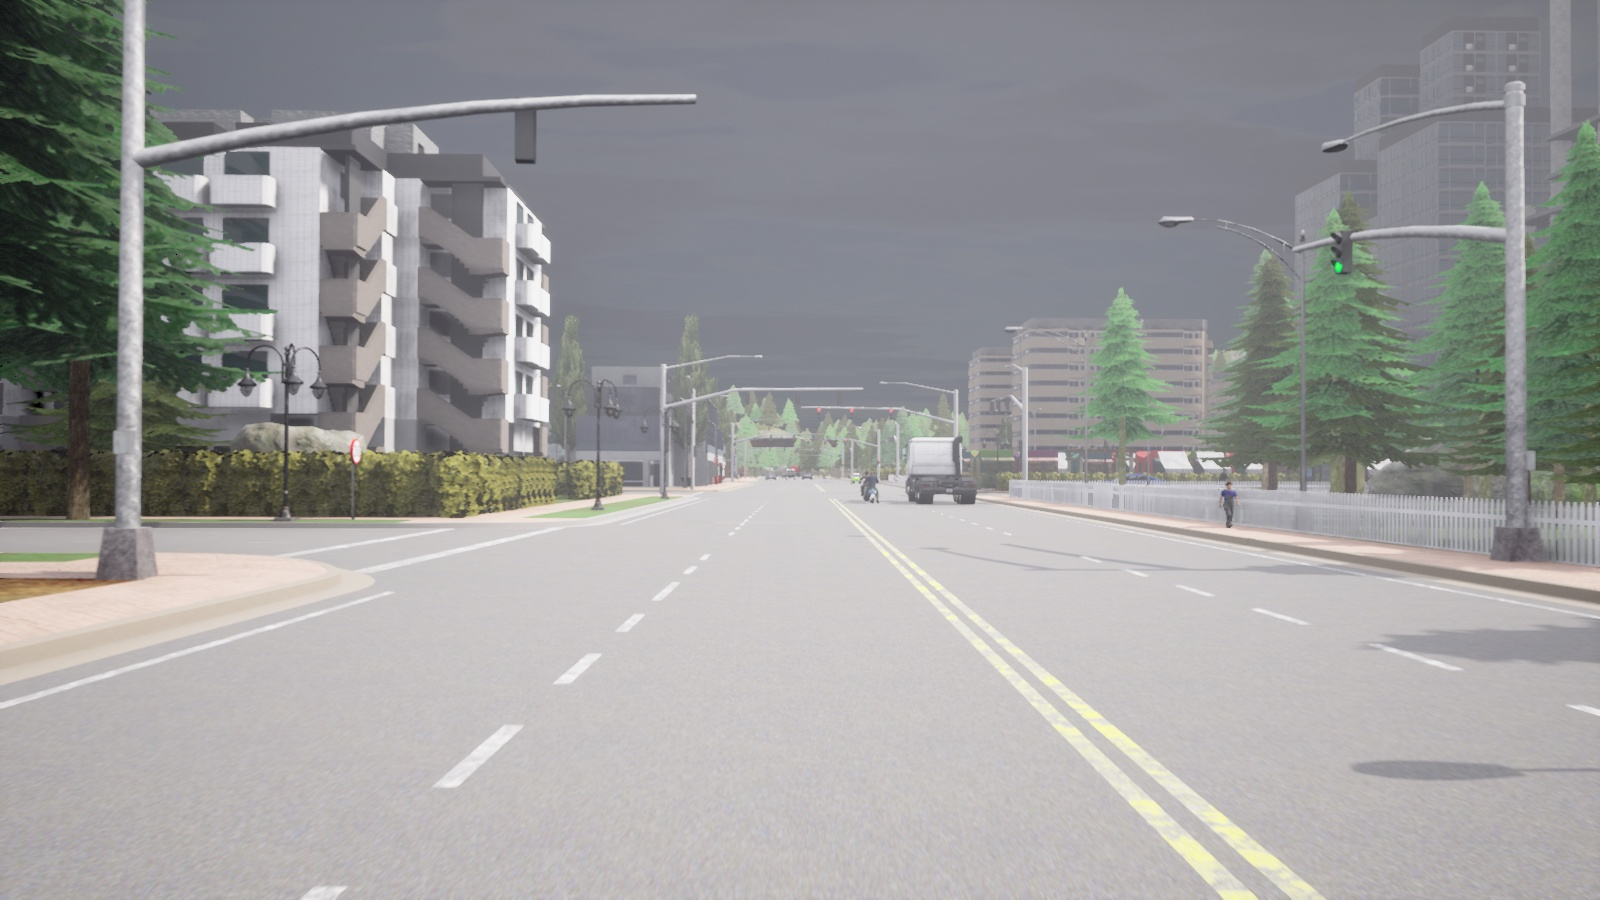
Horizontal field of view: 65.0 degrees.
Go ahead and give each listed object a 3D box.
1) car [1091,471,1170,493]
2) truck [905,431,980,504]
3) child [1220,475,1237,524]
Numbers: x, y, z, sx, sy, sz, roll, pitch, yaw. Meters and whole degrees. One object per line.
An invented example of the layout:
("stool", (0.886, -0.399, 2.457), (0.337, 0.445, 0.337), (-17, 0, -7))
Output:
("car", (22.991, 2.219, 87.481), (5.008, 1.535, 1.882), (0, -1, -1))
("truck", (7.122, 0.910, 63.754), (2.891, 3.462, 7.936), (0, -1, 0))
("child", (11.072, 1.273, 32.454), (0.270, 1.263, 0.437), (0, -1, 0))
